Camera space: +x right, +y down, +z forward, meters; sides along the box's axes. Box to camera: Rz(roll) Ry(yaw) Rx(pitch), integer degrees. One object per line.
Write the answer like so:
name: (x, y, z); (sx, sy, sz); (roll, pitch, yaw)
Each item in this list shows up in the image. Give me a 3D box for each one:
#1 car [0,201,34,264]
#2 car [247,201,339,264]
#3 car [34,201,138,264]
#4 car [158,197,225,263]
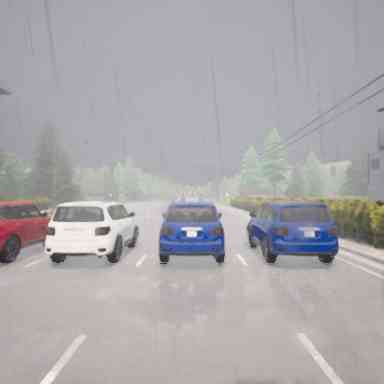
car: (-6.995, 1.356, 12.552); (2.150, 2.045, 5.566); (0, 0, 0)
car: (3.505, 1.356, 12.569); (2.150, 2.045, 5.566); (0, 0, 0)
car: (-3.494, 1.356, 12.577); (2.150, 2.045, 5.566); (0, 0, 0)
car: (0.006, 1.356, 12.591); (2.150, 2.045, 5.566); (0, 0, 0)
